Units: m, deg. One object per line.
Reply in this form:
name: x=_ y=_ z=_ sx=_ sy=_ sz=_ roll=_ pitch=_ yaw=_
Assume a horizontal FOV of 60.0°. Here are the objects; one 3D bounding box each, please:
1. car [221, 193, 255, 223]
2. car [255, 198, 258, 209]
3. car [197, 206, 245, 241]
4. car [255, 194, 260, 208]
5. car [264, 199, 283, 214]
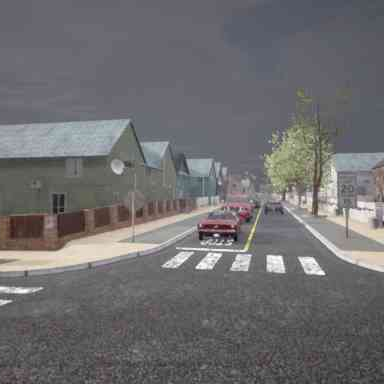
car: x=3.632 y=1.229 z=26.435 sx=2.150 sy=2.045 sz=5.566 roll=0 pitch=0 yaw=13
car: x=5.836 y=1.610 z=36.149 sx=1.895 sy=1.301 sz=4.718 roll=0 pitch=0 yaw=13
car: x=1.515 y=1.606 z=16.917 sx=1.895 sy=1.301 sz=4.718 roll=0 pitch=0 yaw=11
car: x=8.247 y=1.230 z=46.496 sx=2.150 sy=2.045 sz=5.566 roll=0 pitch=0 yaw=17
car: x=8.808 y=1.502 z=35.939 sx=2.128 sy=1.511 sz=4.902 roll=0 pitch=0 yaw=13
